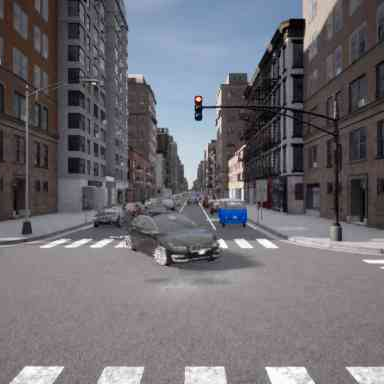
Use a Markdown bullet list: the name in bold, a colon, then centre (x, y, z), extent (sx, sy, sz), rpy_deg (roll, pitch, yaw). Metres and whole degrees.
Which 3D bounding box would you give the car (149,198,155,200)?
- **car**: centre (-5.336, 1.520, 45.047), extent (1.752, 1.417, 4.829), rpy_deg (0, 0, 0)

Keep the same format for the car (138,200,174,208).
- **car**: centre (-2.815, 1.563, 26.713), extent (1.994, 1.385, 4.181), rpy_deg (0, 0, 0)

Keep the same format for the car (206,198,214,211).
- **car**: centre (2.676, 1.581, 33.851), extent (1.802, 1.307, 4.206), rpy_deg (0, 0, 0)

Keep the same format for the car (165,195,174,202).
- **car**: centre (-5.297, 1.410, 79.308), extent (1.967, 1.590, 4.097), rpy_deg (0, 0, 0)

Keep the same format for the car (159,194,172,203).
- **car**: centre (-5.310, 1.294, 67.944), extent (2.192, 1.841, 5.009), rpy_deg (0, 0, 0)

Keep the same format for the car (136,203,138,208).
- **car**: centre (-5.356, 1.544, 28.171), extent (1.887, 1.381, 4.507), rpy_deg (0, 0, 0)

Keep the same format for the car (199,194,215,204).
- **car**: centre (2.696, 1.306, 50.896), extent (2.192, 1.841, 5.009), rpy_deg (0, 0, 0)

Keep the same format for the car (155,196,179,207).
- **car**: centre (-2.809, 1.524, 38.045), extent (1.812, 1.442, 4.674), rpy_deg (0, 0, 0)

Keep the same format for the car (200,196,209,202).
- **car**: centre (2.722, 1.525, 73.620), extent (2.008, 1.369, 4.403), rpy_deg (0, 0, 0)

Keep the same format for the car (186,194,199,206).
- **car**: centre (0.168, 1.479, 55.387), extent (2.128, 1.511, 4.902), rpy_deg (0, 0, 0)

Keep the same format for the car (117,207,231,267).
- **car**: centre (-0.914, 1.509, 11.730), extent (1.837, 1.490, 4.892), rpy_deg (-2, 1, -29)

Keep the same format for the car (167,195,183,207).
- **car**: centre (-2.745, 1.592, 51.280), extent (1.895, 1.301, 4.718), rpy_deg (0, 0, 1)

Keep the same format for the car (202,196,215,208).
- **car**: centre (2.689, 1.577, 45.214), extent (1.802, 1.307, 4.206), rpy_deg (0, 0, 0)

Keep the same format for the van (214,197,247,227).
- **van**: centre (2.663, 1.340, 22.489), extent (1.690, 1.788, 3.998), rpy_deg (0, 0, 0)

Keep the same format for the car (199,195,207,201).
- **car**: centre (2.735, 1.532, 84.983), extent (1.947, 1.339, 4.313), rpy_deg (0, 0, 0)

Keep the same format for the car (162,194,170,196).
- **car**: centre (-5.316, 1.549, 62.262), extent (1.947, 1.339, 4.313), rpy_deg (0, 0, 0)

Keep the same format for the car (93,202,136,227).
- **car**: centre (-5.362, 1.550, 22.490), extent (2.008, 1.369, 4.403), rpy_deg (0, 0, 0)
